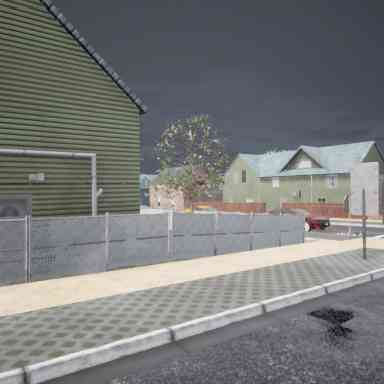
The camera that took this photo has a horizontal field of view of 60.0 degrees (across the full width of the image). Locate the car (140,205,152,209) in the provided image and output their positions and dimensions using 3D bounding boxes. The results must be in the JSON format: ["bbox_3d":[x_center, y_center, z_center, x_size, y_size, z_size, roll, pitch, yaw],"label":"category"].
[{"bbox_3d":[-6.050,2.384,41.090,1.812,1.442,4.674,-1,-1,-35],"label":"car"}]

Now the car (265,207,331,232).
[{"bbox_3d":[6.970,1.806,22.857,1.882,1.535,5.008,-1,-1,-36],"label":"car"}]

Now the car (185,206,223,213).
[{"bbox_3d":[1.299,2.037,30.799,1.882,1.535,5.008,-1,-1,-36],"label":"car"}]
